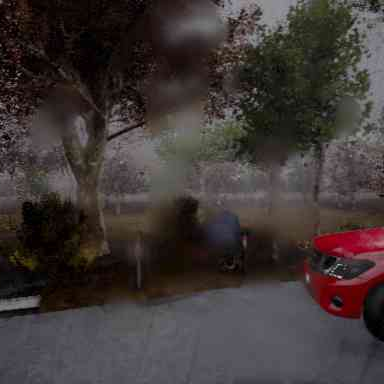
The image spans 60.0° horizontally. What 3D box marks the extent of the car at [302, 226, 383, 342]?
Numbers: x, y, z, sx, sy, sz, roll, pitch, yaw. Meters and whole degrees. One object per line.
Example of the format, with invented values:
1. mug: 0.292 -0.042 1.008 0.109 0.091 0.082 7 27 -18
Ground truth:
1. car: 4.671 0.987 5.239 5.566 2.045 2.150 -2 1 8
